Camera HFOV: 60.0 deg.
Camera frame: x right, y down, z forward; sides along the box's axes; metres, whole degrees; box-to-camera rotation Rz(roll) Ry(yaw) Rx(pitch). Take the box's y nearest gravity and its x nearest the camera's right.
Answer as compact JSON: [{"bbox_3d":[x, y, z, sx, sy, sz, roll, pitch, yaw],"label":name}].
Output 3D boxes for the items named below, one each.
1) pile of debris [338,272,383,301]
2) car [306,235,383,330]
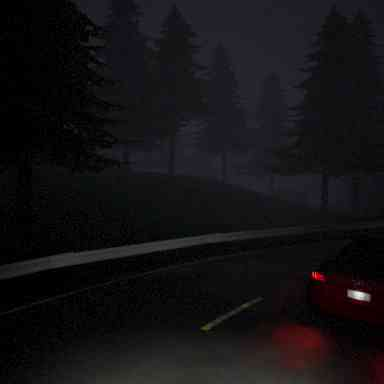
[{"bbox_3d":[4.538,2.185,7.609,1.860,0.140,1.500,0,0,-39],"label":"pile of debris"},{"bbox_3d":[3.970,1.568,6.600,1.994,1.385,4.181,1,1,44],"label":"car"}]
